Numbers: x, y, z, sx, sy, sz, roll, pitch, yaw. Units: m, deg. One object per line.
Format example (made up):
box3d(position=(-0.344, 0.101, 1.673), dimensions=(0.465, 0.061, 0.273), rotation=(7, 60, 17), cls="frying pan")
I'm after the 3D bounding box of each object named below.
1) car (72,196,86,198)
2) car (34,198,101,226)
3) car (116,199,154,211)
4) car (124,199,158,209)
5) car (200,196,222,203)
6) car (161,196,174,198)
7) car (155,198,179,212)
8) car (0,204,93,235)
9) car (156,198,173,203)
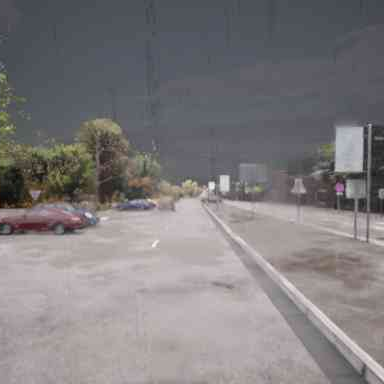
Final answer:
box3d(position=(-24.139, 1.581, 69.234), dimensions=(4.553, 1.767, 2.097), rotation=(1, 2, 0), cls="car")
box3d(position=(-8.356, 1.451, 21.724), dimensions=(4.553, 1.767, 2.185), rotation=(0, -1, 0), cls="car")
box3d(position=(-8.108, 1.853, 46.056), dimensions=(4.674, 1.452, 2.002), rotation=(0, -1, 1), cls="car")
box3d(position=(-8.059, 1.876, 52.605), dimensions=(5.008, 1.535, 2.097), rotation=(0, -1, 1), cls="car")
box3d(position=(5.336, 2.234, 86.885), dimensions=(4.892, 1.521, 2.231), rotation=(0, -1, 1), cls="car")
box3d(position=(-7.768, 2.189, 84.236), dimensions=(5.008, 1.535, 2.097), rotation=(0, -1, 1), cls="car")
box3d(position=(-3.251, 1.877, 43.646), dimensions=(1.994, 1.385, 4.181), rotation=(0, -1, 3), cls="car")
box3d(position=(-8.311, 1.588, 18.552), dimensions=(4.674, 1.452, 2.002), rotation=(0, -1, 0), cls="car")
box3d(position=(-7.703, 2.347, 92.590), dimensions=(4.674, 1.452, 2.002), rotation=(0, -1, 1), cls="car")
